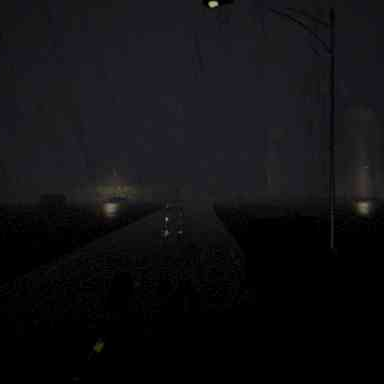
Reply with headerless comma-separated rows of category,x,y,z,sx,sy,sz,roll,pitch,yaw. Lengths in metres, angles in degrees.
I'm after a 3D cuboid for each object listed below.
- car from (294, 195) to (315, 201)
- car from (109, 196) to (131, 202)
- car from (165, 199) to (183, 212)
car,25.998,1.362,77.085,4.674,1.442,1.812,0,-1,3
car,-16.810,1.653,77.544,4.902,1.511,2.128,0,-1,-1
car,-2.022,1.533,39.302,1.812,1.442,4.674,0,0,2
